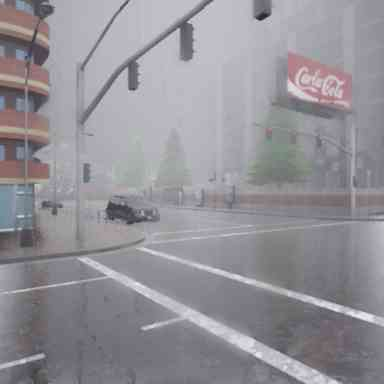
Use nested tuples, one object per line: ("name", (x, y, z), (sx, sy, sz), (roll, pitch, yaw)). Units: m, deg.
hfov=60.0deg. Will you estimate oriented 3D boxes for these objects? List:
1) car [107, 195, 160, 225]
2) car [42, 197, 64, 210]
("car", (-4.489, 1.309, 24.730), (2.150, 2.045, 5.566), (0, 2, -36))
("car", (-18.315, 1.468, 43.804), (1.837, 1.490, 4.892), (0, 0, -36))
